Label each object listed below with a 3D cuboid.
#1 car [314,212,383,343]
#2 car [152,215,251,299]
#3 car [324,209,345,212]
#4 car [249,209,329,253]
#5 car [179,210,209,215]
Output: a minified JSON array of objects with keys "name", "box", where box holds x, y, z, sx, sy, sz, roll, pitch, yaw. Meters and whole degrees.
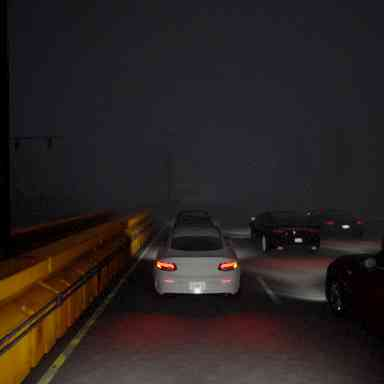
[{"name":"car","box":[3.593,1.352,4.528,2.097,1.767,4.553,0,0,0]},{"name":"car","box":[0.093,1.526,8.304,1.812,1.442,4.674,0,0,0]},{"name":"car","box":[7.085,1.564,17.315,1.994,1.385,4.181,0,0,0]},{"name":"car","box":[3.589,1.478,13.700,1.882,1.535,5.008,0,0,0]},{"name":"car","box":[0.086,1.601,17.426,1.895,1.301,4.718,0,0,0]}]
